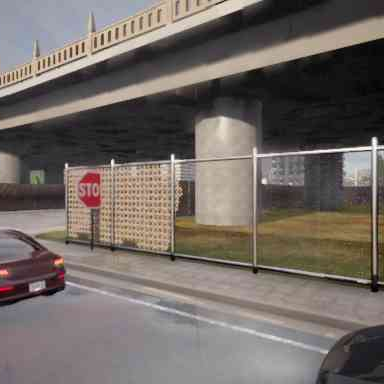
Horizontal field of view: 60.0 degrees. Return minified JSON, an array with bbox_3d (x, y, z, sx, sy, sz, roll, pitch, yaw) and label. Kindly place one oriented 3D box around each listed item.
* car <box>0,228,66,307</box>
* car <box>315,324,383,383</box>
[{"bbox_3d":[-4.647,1.523,7.301,4.674,1.442,1.812,0,0,35],"label":"car"},{"bbox_3d":[3.194,1.505,1.716,4.892,1.490,1.837,0,0,35],"label":"car"}]
